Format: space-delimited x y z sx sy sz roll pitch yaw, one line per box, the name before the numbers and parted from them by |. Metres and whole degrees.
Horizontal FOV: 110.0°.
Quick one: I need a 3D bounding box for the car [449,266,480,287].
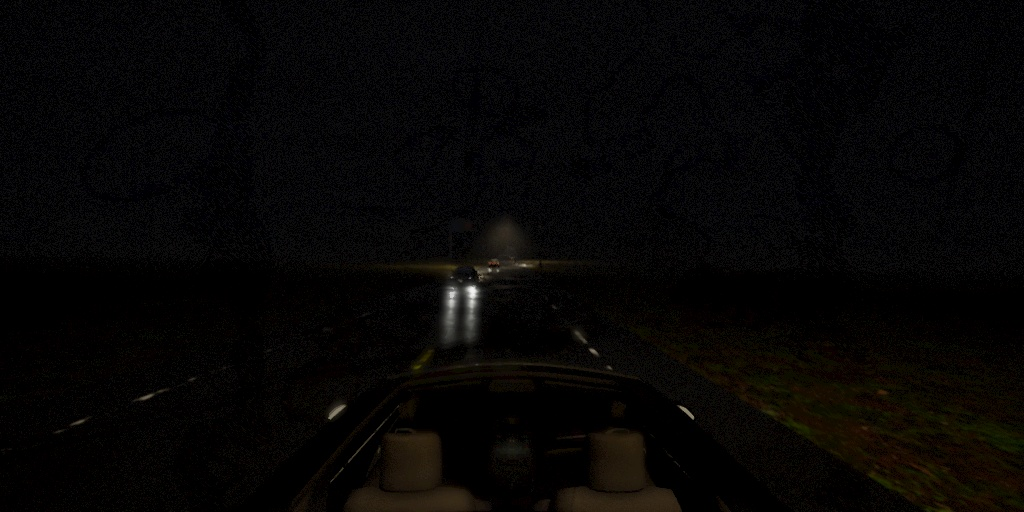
car | -3.590 1.510 27.580 1.812 1.442 4.674 0 0 0
